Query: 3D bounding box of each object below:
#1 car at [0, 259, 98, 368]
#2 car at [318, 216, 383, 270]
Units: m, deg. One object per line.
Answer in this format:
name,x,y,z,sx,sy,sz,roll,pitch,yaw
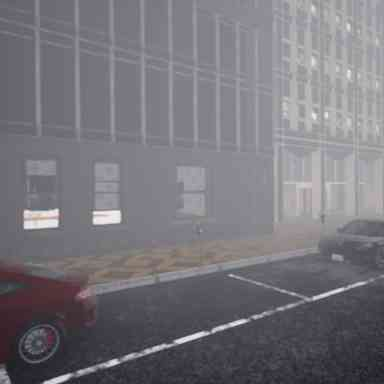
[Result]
car,-3.335,1.585,4.187,4.206,1.307,1.802,0,0,-35
car,5.944,1.494,10.797,4.313,1.339,1.947,0,0,-35
